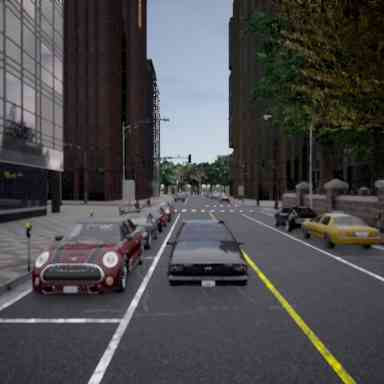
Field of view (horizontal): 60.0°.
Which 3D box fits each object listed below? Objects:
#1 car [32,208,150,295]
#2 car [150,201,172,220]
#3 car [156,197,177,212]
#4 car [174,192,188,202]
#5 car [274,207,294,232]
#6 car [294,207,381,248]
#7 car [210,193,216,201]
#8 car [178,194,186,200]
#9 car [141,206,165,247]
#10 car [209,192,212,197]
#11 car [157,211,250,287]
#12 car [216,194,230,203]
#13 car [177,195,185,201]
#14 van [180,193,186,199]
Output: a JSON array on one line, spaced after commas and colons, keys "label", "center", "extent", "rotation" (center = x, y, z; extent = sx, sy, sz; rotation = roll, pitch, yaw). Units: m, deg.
[{"label": "car", "center": [-2.417, 1.411, 8.608], "extent": [1.967, 1.590, 4.097], "rotation": [0, 0, 0]}, {"label": "car", "center": [-2.433, 1.479, 19.523], "extent": [1.887, 1.381, 4.507], "rotation": [0, 0, 0]}, {"label": "car", "center": [-2.441, 1.356, 24.979], "extent": [1.967, 1.590, 4.097], "rotation": [0, 0, 0]}, {"label": "car", "center": [-2.505, 1.101, 67.843], "extent": [2.192, 1.841, 5.009], "rotation": [0, 0, 0]}, {"label": "car", "center": [6.092, 1.500, 19.537], "extent": [1.947, 1.339, 4.313], "rotation": [0, 0, 0]}, {"label": "car", "center": [6.100, 1.477, 14.251], "extent": [1.752, 1.417, 4.829], "rotation": [0, 0, 0]}, {"label": "car", "center": [6.004, 1.306, 78.732], "extent": [2.008, 1.369, 4.403], "rotation": [0, 0, 0]}, {"label": "car", "center": [-2.529, 1.266, 83.987], "extent": [1.752, 1.417, 4.829], "rotation": [0, 0, 0]}, {"label": "car", "center": [-2.425, 1.503, 14.066], "extent": [2.008, 1.369, 4.403], "rotation": [0, 0, 0]}, {"label": "car", "center": [5.996, 1.285, 84.170], "extent": [1.887, 1.381, 4.507], "rotation": [0, 0, 0]}, {"label": "car", "center": [0.345, 1.515, 9.591], "extent": [2.033, 1.411, 5.357], "rotation": [0, 0, 0]}, {"label": "car", "center": [6.028, 1.242, 62.419], "extent": [1.967, 1.590, 4.097], "rotation": [0, 0, 0]}, {"label": "car", "center": [-2.521, 1.337, 78.719], "extent": [1.802, 1.307, 4.206], "rotation": [0, 0, 0]}, {"label": "van", "center": [-2.546, 1.052, 95.031], "extent": [1.690, 1.788, 3.998], "rotation": [0, 0, 0]}]
